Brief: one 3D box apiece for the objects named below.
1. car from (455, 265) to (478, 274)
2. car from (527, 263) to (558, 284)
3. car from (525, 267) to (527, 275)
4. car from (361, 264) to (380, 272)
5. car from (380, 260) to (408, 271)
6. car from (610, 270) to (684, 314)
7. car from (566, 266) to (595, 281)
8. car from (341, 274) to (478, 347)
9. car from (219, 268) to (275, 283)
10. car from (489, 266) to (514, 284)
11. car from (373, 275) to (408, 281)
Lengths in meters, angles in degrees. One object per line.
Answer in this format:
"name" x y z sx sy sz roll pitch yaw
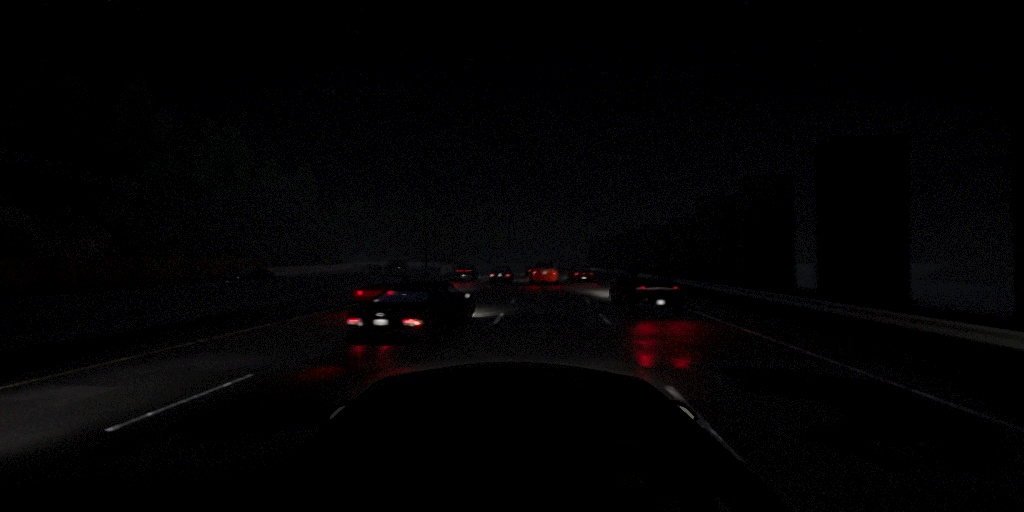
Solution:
"car" -4.353 1.577 34.633 2.128 1.511 4.902 0 -1 0
"car" 2.559 1.334 29.596 2.097 1.767 4.553 -1 0 2
"car" 2.513 1.696 42.030 1.895 1.301 4.718 0 -1 -2
"car" -18.997 1.829 48.821 2.128 1.511 4.902 0 -1 -4
"car" -15.432 1.522 47.893 2.150 2.045 5.566 0 -1 -4
"car" 5.125 1.312 14.185 2.128 1.511 4.902 -1 -1 6
"car" 6.150 1.581 32.714 1.895 1.301 4.718 0 -1 1
"car" -2.361 1.389 9.654 2.033 1.411 5.357 -1 0 6
"car" -22.103 1.720 30.200 1.812 1.442 4.674 0 -1 2
"car" -0.876 1.563 30.189 2.033 1.411 5.357 0 -1 1
"car" -5.200 1.528 16.474 1.895 1.301 4.718 -1 -1 5
